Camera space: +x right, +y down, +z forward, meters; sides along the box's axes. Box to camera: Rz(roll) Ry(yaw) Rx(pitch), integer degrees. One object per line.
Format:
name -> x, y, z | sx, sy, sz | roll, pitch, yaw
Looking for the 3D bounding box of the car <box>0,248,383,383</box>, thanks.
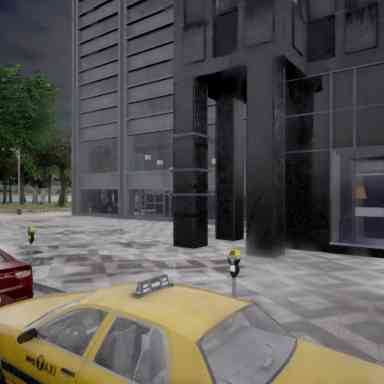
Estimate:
car -> -0.591, 1.525, 3.384 | 4.829, 1.417, 1.752 | 0, 0, 36
